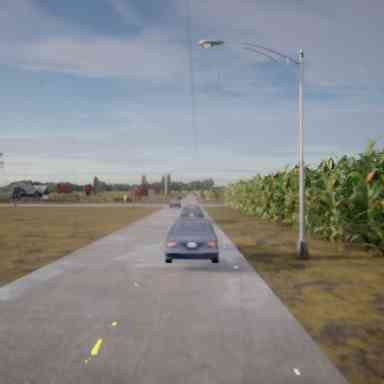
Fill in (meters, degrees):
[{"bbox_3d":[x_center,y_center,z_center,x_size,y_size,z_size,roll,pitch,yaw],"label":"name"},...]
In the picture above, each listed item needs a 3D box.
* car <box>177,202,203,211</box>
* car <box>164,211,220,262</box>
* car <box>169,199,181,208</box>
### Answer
[{"bbox_3d":[0.010,1.802,28.539,1.994,1.385,4.181,0,0,1],"label":"car"},{"bbox_3d":[0.004,1.657,12.523,2.033,1.411,5.357,0,0,0],"label":"car"},{"bbox_3d":[-2.797,1.935,55.819,1.882,1.535,5.008,0,-1,0],"label":"car"}]
